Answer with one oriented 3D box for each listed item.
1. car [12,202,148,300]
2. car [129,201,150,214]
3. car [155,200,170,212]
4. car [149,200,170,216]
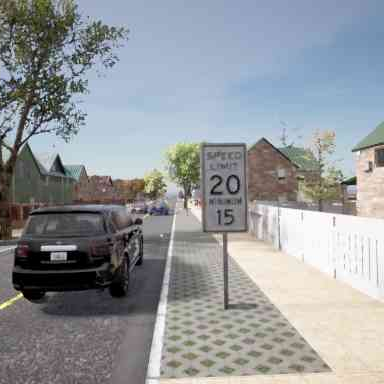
[{"bbox_3d":[-2.614,1.329,8.924,2.150,2.045,5.566,-1,-1,-2],"label":"car"},{"bbox_3d":[-6.856,2.042,43.938,2.128,1.511,4.902,-1,-1,-2],"label":"car"},{"bbox_3d":[-4.353,2.043,49.784,1.882,1.535,5.008,-1,-1,-2],"label":"car"},{"bbox_3d":[-3.868,1.804,39.532,2.097,1.767,4.553,-1,-1,-2],"label":"car"}]
